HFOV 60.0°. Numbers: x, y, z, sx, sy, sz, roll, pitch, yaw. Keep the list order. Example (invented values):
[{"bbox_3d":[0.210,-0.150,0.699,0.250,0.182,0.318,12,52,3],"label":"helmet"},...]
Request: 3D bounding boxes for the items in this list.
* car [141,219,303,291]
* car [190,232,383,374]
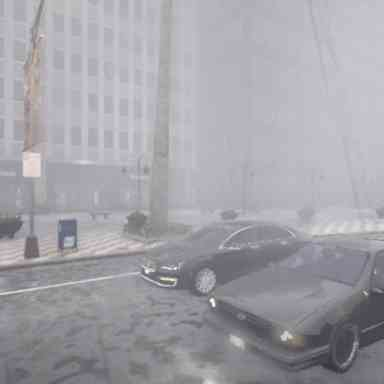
[{"bbox_3d":[1.091,1.508,8.616,4.892,1.490,1.837,0,0,-31],"label":"car"},{"bbox_3d":[2.811,1.551,5.772,5.357,1.411,2.033,0,0,-33],"label":"car"}]
